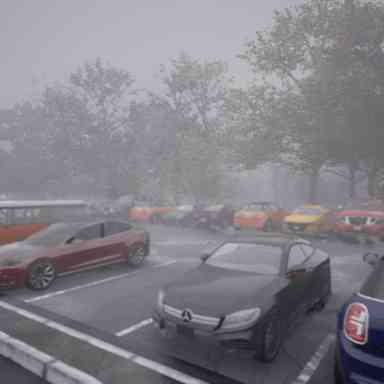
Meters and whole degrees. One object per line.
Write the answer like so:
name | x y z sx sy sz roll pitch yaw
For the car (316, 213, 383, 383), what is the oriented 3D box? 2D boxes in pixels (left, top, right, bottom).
car | 3.506 1.395 4.595 2.185 1.767 4.553 0 0 36

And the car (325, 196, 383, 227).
car | 8.868 1.264 16.853 2.435 2.045 5.566 0 0 36

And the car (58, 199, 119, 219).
car | -9.206 1.470 29.882 2.231 1.521 4.892 0 0 36

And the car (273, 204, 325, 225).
car | 6.623 1.511 18.506 2.097 1.535 5.008 0 0 36

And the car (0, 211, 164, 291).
car | -3.273 1.538 9.469 2.163 1.488 4.792 0 0 36

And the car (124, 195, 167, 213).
car | -2.443 1.364 24.976 2.185 1.767 4.553 0 0 36

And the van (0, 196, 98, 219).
van | -5.636 1.277 11.058 1.878 1.987 4.442 0 0 36

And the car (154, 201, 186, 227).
car | -0.162 1.536 23.379 2.002 1.452 4.674 0 0 36

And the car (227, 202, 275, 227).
car | 4.340 1.381 20.101 2.185 1.767 4.553 0 0 36

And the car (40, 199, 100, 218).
car | -11.468 1.462 31.507 2.097 1.535 5.008 0 0 36

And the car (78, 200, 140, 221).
car | -6.933 1.506 28.276 2.163 1.488 4.792 0 0 36

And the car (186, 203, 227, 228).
car | 2.095 1.502 21.747 2.097 1.535 5.008 0 0 36

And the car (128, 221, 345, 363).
car | 1.266 1.557 6.246 2.002 1.452 4.674 0 0 36

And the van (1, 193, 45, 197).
van | -18.324 1.211 36.283 1.878 1.987 4.442 0 0 36

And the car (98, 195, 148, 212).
car | -4.702 1.233 26.603 2.435 2.045 5.566 0 0 36
